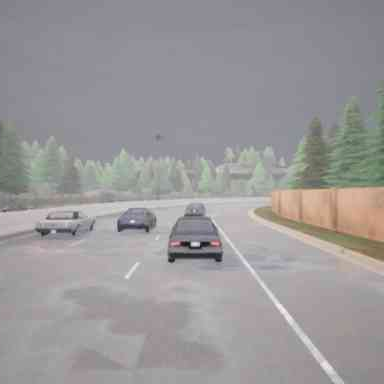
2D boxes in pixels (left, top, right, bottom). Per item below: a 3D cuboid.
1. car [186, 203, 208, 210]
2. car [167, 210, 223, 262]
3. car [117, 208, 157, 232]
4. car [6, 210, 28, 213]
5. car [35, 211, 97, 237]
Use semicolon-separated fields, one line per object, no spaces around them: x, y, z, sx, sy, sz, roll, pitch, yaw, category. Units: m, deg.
0.405;1.714;30.914;2.033;1.411;5.357;0;0;4;car
0.097;1.615;12.394;2.033;1.411;5.357;0;0;0;car
-3.393;1.678;21.078;1.994;1.385;4.181;0;0;0;car
-13.947;1.703;25.843;1.994;1.385;4.181;0;0;2;car
-6.904;1.703;18.813;1.895;1.301;4.718;0;0;0;car
